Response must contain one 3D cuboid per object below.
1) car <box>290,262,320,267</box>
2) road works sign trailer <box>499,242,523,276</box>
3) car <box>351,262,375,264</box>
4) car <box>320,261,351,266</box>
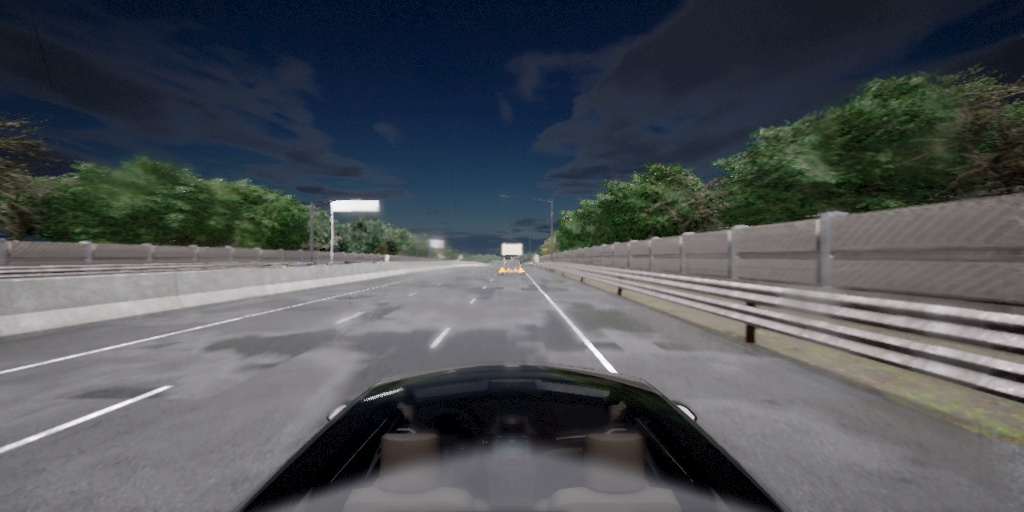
[{"bbox_3d":[-24.569,1.409,42.618,2.033,1.411,5.357,0,0,1],"label":"car"},{"bbox_3d":[-0.012,0.306,39.231,2.380,3.560,2.880,0,0,0],"label":"road works sign trailer"},{"bbox_3d":[-17.578,1.436,44.203,1.994,1.385,4.181,0,0,0],"label":"car"},{"bbox_3d":[-21.079,1.376,44.019,1.837,1.490,4.892,0,0,0],"label":"car"}]
